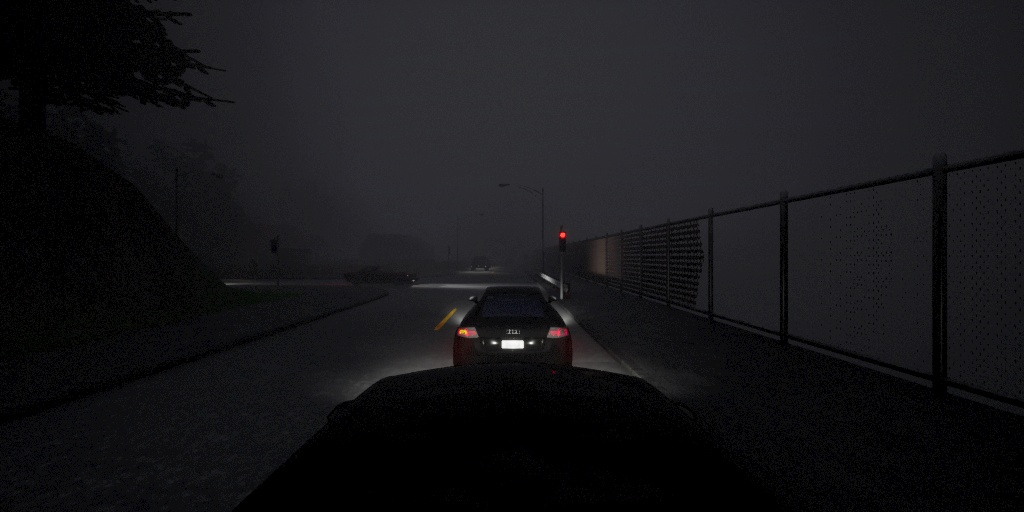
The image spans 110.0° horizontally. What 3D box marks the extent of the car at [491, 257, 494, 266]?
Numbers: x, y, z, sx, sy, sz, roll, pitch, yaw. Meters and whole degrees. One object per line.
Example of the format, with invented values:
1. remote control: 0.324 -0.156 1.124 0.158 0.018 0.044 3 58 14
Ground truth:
1. car: -4.556 1.276 60.514 1.812 1.442 4.674 0 0 0

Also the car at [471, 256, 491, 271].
1. car: -4.494 0.972 50.597 2.150 2.045 5.566 0 0 0

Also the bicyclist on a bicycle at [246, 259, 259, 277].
1. bicyclist on a bicycle: -24.050 1.099 33.279 0.582 1.620 1.656 0 0 0

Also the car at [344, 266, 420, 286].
1. car: -8.775 1.351 24.423 4.718 1.301 1.895 0 0 9

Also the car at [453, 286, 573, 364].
1. car: 0.018 1.314 7.464 1.994 1.385 4.181 0 0 0
